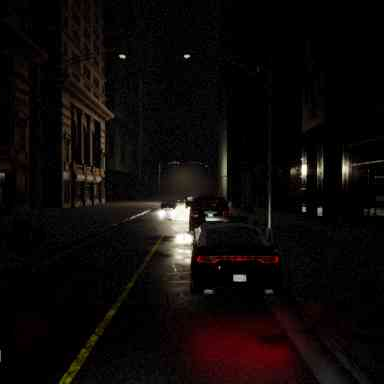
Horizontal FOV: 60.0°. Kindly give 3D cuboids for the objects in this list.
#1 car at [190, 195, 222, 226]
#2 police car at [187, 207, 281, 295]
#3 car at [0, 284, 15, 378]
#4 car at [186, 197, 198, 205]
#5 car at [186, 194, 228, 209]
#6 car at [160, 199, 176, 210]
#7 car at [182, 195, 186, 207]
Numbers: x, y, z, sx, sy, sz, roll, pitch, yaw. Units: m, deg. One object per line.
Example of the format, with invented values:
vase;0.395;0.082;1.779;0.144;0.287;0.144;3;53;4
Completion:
car;0.922;1.234;24.797;2.150;2.045;5.566;0;0;0
police car;0.906;1.425;8.876;1.930;1.638;5.238;0;0;0
car;-3.101;1.504;2.187;1.837;1.490;4.892;0;0;0
car;0.057;1.564;59.869;2.033;1.411;5.357;0;0;0
car;0.917;1.230;18.796;2.150;2.045;5.566;0;0;0
car;-3.059;1.618;43.388;1.895;1.301;4.718;0;0;0
car;0.057;1.509;46.180;2.128;1.511;4.902;0;0;0
